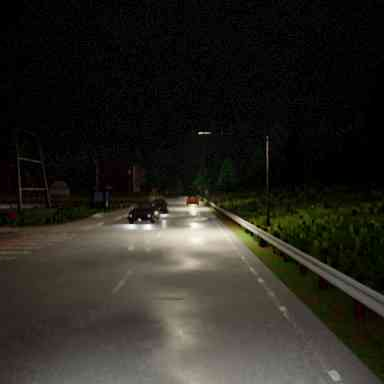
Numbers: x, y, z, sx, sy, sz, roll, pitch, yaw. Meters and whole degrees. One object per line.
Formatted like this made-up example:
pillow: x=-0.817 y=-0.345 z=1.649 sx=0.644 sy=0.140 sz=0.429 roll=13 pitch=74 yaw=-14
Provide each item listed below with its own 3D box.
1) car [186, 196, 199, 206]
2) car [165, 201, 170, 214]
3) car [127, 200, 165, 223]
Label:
car: x=0.105 y=1.397 z=56.676 sx=2.097 sy=1.767 sz=4.553 roll=0 pitch=0 yaw=0
car: x=-3.550 y=1.554 z=36.068 sx=1.812 sy=1.442 sz=4.674 roll=0 pitch=0 yaw=0
car: x=-3.614 y=1.568 z=25.951 sx=2.033 sy=1.411 sz=5.357 roll=0 pitch=0 yaw=1
